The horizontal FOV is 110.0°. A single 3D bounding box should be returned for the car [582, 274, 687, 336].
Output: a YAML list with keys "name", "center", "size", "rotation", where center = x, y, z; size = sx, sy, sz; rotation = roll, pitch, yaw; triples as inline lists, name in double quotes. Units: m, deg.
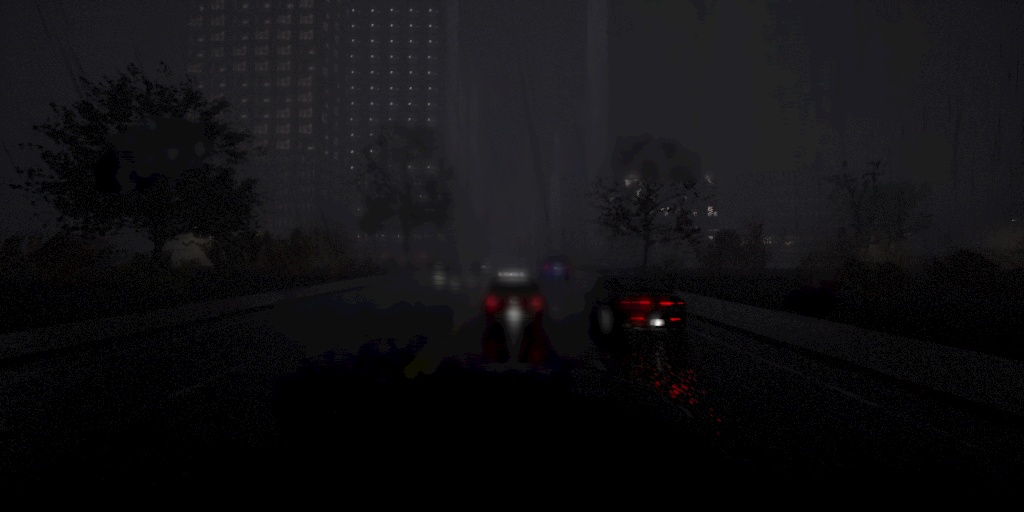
- name: "car"
  center: [3.316, 1.276, 10.552]
  size: [1.837, 1.490, 4.892]
  rotation: [0, 0, 0]

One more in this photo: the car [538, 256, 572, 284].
- name: "car"
  center: [3.325, 1.028, 28.270]
  size: [2.150, 2.045, 5.566]
  rotation: [0, 0, 0]

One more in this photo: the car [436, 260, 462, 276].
- name: "car"
  center: [-6.597, 1.176, 37.990]
  size: [2.097, 1.767, 4.553]
  rotation: [0, 0, 0]

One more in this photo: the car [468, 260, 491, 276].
- name: "car"
  center: [-3.348, 1.176, 37.988]
  size: [2.097, 1.767, 4.553]
  rotation: [0, 0, 0]

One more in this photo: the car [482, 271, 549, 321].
- name: "car"
  center: [0.076, 1.377, 12.515]
  size: [1.895, 1.301, 4.718]
  rotation: [0, 0, 0]

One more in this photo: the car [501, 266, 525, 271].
- name: "car"
  center: [0.071, 1.408, 27.605]
  size: [1.895, 1.301, 4.718]
  rotation: [0, 0, 0]
